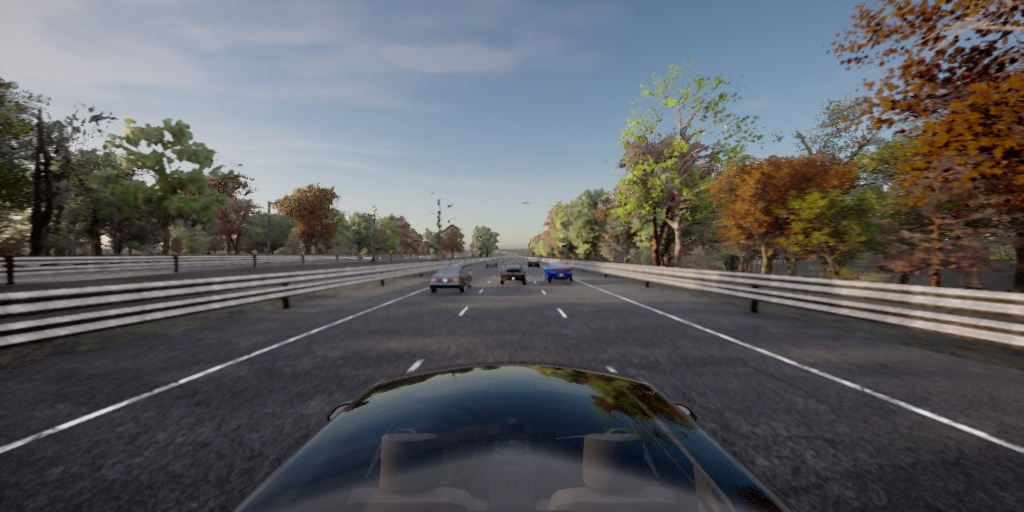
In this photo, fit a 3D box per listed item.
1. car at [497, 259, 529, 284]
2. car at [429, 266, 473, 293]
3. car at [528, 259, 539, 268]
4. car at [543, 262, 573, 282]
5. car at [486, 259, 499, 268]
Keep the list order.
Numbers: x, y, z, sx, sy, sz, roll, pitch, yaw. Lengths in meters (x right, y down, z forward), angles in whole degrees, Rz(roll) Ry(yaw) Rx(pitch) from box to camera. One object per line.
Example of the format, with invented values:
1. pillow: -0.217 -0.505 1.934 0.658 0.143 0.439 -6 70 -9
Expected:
1. car: 0.092 1.256 26.842 1.837 1.490 4.892 0 1 0
2. car: -3.438 1.297 20.960 2.033 1.411 5.357 0 0 1
3. car: 3.615 1.225 61.816 1.882 1.535 5.008 0 0 0
4. car: 3.597 1.226 28.590 1.882 1.535 5.008 0 0 0
5. car: -3.385 1.241 61.605 2.128 1.511 4.902 0 0 0
